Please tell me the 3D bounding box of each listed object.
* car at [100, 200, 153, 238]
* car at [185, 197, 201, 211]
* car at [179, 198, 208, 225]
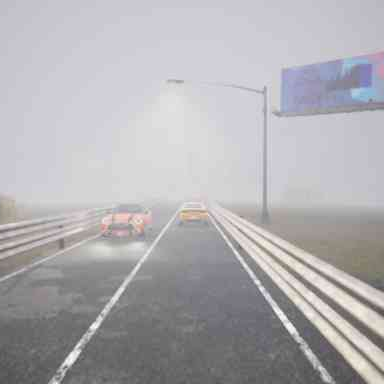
[{"bbox_3d":[-3.318,1.345,17.690,2.097,1.767,4.553,0,0,0],"label":"car"},{"bbox_3d":[0.104,1.464,42.502,1.882,1.535,5.008,0,0,0],"label":"car"},{"bbox_3d":[0.103,1.470,24.145,1.882,1.535,5.008,0,0,0],"label":"car"}]
